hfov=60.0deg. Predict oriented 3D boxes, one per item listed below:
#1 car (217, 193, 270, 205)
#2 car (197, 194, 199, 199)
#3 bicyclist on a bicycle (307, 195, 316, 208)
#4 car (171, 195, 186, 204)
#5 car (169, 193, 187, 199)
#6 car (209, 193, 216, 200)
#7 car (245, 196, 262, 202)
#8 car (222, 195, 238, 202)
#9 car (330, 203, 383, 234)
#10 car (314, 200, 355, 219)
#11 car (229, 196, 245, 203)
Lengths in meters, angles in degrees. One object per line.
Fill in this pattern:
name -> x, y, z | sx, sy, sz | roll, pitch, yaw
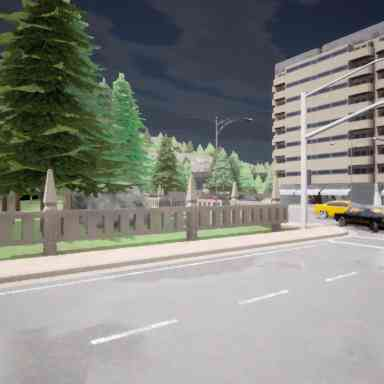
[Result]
car -> 4.931, 1.165, 30.473 | 2.150, 2.045, 5.566 | 0, 0, -32
car -> 0.064, 1.169, 58.071 | 2.150, 2.045, 5.566 | 0, 0, 3
bicyclist on a bicycle -> 15.306, 1.245, 42.449 | 1.656, 1.620, 0.582 | 0, 0, -29
car -> -2.642, 1.422, 65.029 | 1.882, 1.535, 5.008 | 0, 0, 11
car -> -1.844, 1.166, 44.670 | 2.150, 2.045, 5.566 | 0, 0, -14
car -> 4.801, 1.166, 65.225 | 2.150, 2.045, 5.566 | 0, 0, 14
car -> 14.303, 1.540, 77.284 | 1.895, 1.301, 4.718 | 0, 0, 40
car -> 8.588, 1.469, 75.176 | 1.812, 1.442, 4.674 | 0, 0, 32
car -> 10.370, 1.574, 19.345 | 1.895, 1.301, 4.718 | 0, 1, -7
car -> 12.165, 1.422, 26.175 | 1.882, 1.535, 5.008 | 0, 0, -38
car -> 9.239, 1.492, 67.906 | 2.033, 1.411, 5.357 | 0, 0, 20
